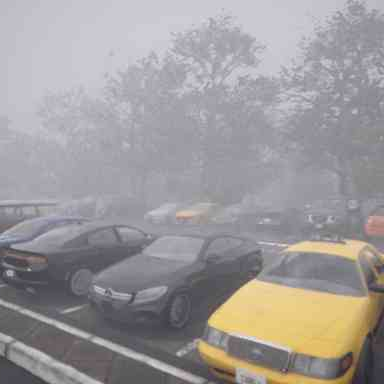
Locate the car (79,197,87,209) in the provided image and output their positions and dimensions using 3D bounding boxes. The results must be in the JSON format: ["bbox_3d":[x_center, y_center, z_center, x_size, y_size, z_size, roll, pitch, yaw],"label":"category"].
[{"bbox_3d":[-8.286,1.243,29.205,2.435,2.045,5.566,0,0,36],"label":"car"}]

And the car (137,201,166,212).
[{"bbox_3d":[-1.476,1.546,24.365,2.002,1.452,4.674,0,0,36],"label":"car"}]

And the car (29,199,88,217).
[{"bbox_3d":[-12.901,1.486,32.539,2.097,1.535,5.008,0,0,36],"label":"car"}]

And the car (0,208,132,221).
[{"bbox_3d":[-4.538,1.511,10.473,2.097,1.535,5.008,0,0,36],"label":"car"}]

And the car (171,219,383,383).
[{"bbox_3d":[2.140,1.515,5.455,1.946,1.575,5.366,0,0,36],"label":"car"}]

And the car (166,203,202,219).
[{"bbox_3d":[0.790,1.509,22.746,2.097,1.535,5.008,0,0,36],"label":"car"}]

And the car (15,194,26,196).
[{"bbox_3d":[-15.144,1.352,34.190,2.185,1.767,4.553,0,0,36],"label":"car"}]

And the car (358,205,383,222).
[{"bbox_3d":[9.825,1.392,16.229,2.185,1.767,4.553,0,0,36],"label":"car"}]

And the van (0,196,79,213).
[{"bbox_3d":[-6.736,1.283,12.184,1.878,1.987,4.442,0,0,36],"label":"van"}]

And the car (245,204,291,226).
[{"bbox_3d":[5.330,1.544,19.522,2.163,1.488,4.792,0,0,36],"label":"car"}]

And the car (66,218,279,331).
[{"bbox_3d":[-0.014,1.557,7.229,2.002,1.452,4.674,0,0,36],"label":"car"}]

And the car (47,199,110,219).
[{"bbox_3d":[-10.426,1.488,31.000,1.946,1.575,5.366,0,0,36],"label":"car"}]

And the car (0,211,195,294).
[{"bbox_3d":[-2.282,1.514,8.843,2.097,1.535,5.008,0,0,36],"label":"car"}]

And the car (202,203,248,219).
[{"bbox_3d":[3.055,1.513,21.125,2.231,1.521,4.892,0,0,36],"label":"car"}]

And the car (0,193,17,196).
[{"bbox_3d":[-19.682,1.184,37.437,2.435,2.045,5.566,1,0,36],"label":"car"}]

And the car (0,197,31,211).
[{"bbox_3d":[-21.964,1.402,39.044,2.097,1.535,5.008,1,1,36],"label":"car"}]

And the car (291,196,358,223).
[{"bbox_3d":[7.564,1.266,17.853,2.435,2.045,5.566,0,0,36],"label":"car"}]

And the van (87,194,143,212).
[{"bbox_3d":[-6.073,1.273,27.511,1.878,1.987,4.442,0,0,36],"label":"van"}]
